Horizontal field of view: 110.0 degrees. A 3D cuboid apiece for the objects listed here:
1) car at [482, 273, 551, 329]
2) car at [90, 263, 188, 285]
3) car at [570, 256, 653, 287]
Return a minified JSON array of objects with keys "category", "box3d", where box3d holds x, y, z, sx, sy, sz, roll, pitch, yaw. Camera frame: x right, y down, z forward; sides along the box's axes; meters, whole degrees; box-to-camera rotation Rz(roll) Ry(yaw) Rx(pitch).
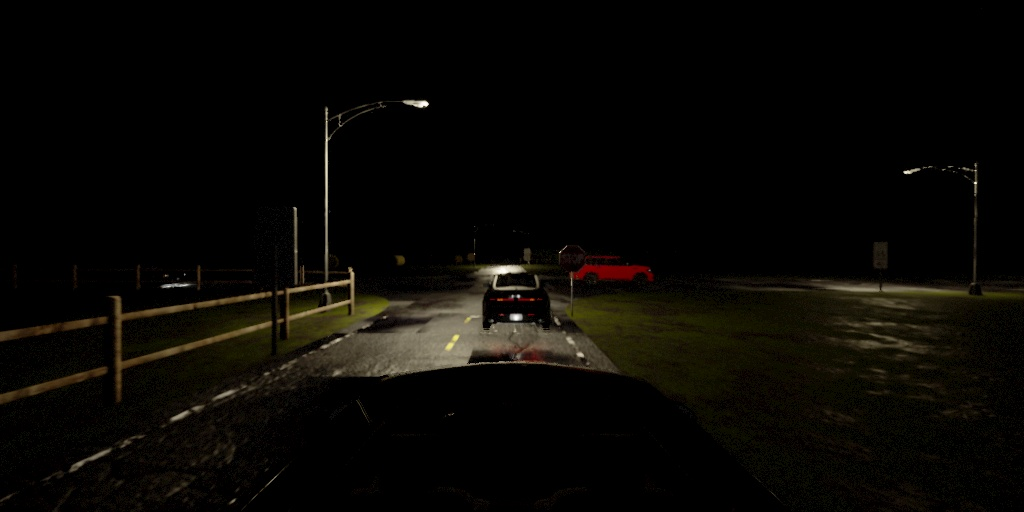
[{"category":"car","box3d":[0.139,1.251,11.191,1.837,1.490,4.892,0,0,1]},{"category":"car","box3d":[-26.012,1.228,25.060,5.357,1.411,2.033,0,1,0]},{"category":"car","box3d":[6.854,1.005,24.981,5.566,2.045,2.150,1,0,0]}]
